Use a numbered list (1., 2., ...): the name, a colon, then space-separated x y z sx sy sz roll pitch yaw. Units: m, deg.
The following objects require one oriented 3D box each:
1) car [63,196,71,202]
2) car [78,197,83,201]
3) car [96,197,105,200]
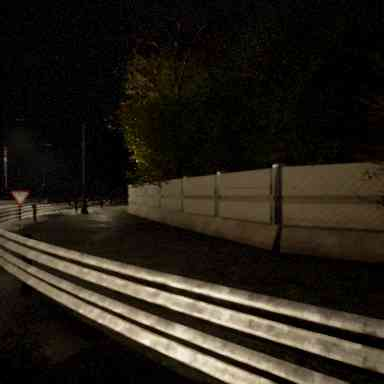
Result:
1. car: -31.434 1.852 83.705 1.882 1.535 5.008 0 0 -22
2. car: -28.139 1.966 84.882 1.895 1.301 4.718 0 0 -22
3. car: -23.184 1.908 85.013 1.994 1.385 4.181 0 0 -6
